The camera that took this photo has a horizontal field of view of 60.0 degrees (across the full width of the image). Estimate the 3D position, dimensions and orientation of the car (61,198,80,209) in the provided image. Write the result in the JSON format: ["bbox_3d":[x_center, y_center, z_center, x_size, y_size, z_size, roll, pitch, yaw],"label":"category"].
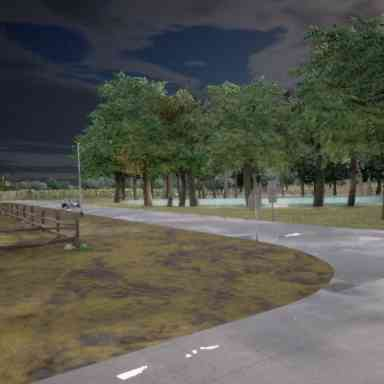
[{"bbox_3d":[-18.352,1.692,50.209,2.128,1.511,4.902,-3,1,-35],"label":"car"}]
